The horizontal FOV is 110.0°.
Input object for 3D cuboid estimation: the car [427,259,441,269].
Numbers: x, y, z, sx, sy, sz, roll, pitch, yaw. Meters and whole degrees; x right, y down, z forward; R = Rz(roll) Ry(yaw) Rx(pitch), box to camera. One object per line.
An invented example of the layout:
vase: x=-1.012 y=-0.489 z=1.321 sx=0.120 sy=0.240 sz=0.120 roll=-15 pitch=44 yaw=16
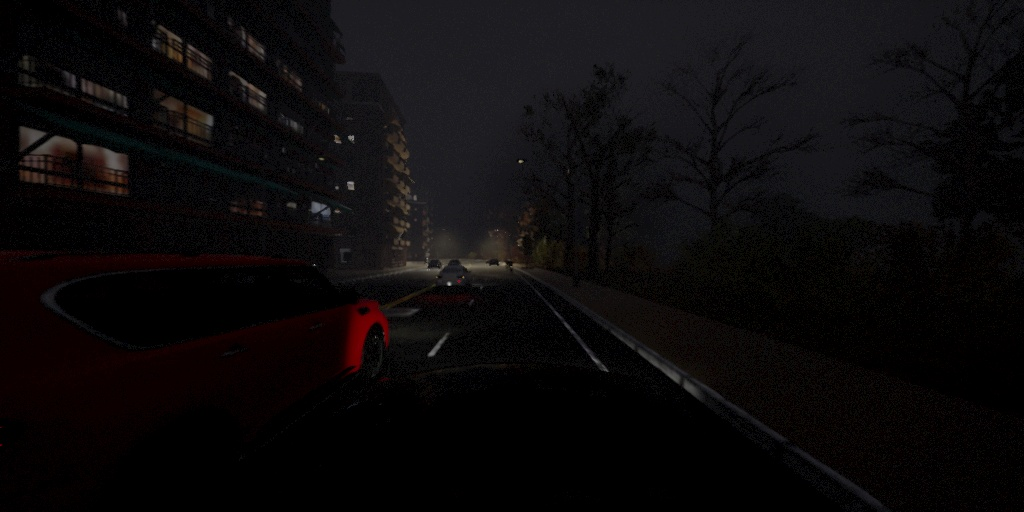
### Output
car: x=-11.871 y=1.287 z=55.247 sx=1.837 sy=1.490 sz=4.892 roll=0 pitch=0 yaw=-4

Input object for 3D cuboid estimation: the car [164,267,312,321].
car: x=-9.964 y=1.250 z=13.702 sx=1.882 sy=1.535 sz=5.008 roll=0 pitch=0 yaw=-1

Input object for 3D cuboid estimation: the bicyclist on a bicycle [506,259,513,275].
bicyclist on a bicycle: x=-0.092 y=1.204 z=38.997 sx=0.582 sy=1.620 sz=1.656 roll=0 pitch=0 yaw=-3

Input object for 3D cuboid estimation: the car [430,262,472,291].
car: x=-3.447 y=1.286 z=21.694 sx=1.812 sy=1.442 sz=4.674 roll=0 pitch=0 yaw=-2

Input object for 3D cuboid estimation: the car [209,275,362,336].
car: x=-6.674 y=1.366 z=11.360 sx=1.895 sy=1.301 sz=4.718 roll=0 pitch=0 yaw=-1

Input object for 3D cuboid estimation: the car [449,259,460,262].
car: x=-8.449 y=1.271 z=52.905 sx=1.837 sy=1.490 sz=4.892 roll=0 pitch=0 yaw=-4

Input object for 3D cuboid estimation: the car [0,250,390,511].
car: x=-3.162 y=0.979 z=3.800 sx=2.150 sy=2.045 sz=5.566 roll=0 pitch=0 yaw=0
